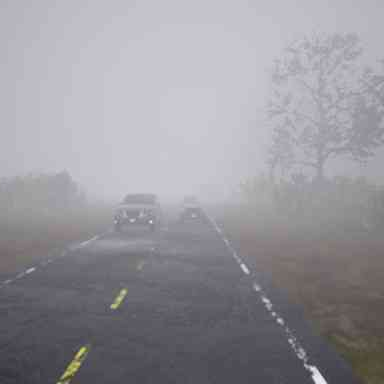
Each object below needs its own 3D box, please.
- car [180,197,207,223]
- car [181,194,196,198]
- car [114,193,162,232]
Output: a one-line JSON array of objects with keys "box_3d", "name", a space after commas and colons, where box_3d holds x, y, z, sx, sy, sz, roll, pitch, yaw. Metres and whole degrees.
[{"box_3d": [0.098, 1.367, 23.974, 1.812, 1.442, 4.674, 0, 1, 0], "name": "car"}, {"box_3d": [-0.342, 1.073, 41.946, 2.097, 1.767, 4.553, 0, 0, -4], "name": "car"}, {"box_3d": [-3.002, 1.080, 19.602, 2.150, 2.045, 5.566, 0, 0, 0], "name": "car"}]
